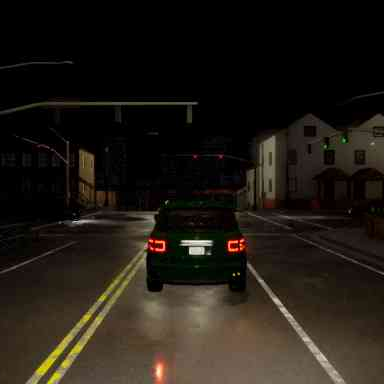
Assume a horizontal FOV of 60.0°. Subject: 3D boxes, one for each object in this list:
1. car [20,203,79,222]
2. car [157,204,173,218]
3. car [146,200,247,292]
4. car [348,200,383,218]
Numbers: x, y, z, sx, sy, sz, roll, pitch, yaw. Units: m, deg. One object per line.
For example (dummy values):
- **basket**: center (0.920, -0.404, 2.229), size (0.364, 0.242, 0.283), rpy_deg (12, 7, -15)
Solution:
- **car**: center (-10.810, 1.534, 25.314), size (4.181, 1.385, 1.994), rpy_deg (-1, 0, 7)
- **car**: center (-3.594, 2.597, 45.340), size (1.812, 1.442, 4.674), rpy_deg (0, -9, 0)
- **car**: center (0.090, 1.221, 9.070), size (2.150, 2.045, 5.566), rpy_deg (0, 0, 0)
- **car**: center (16.562, 1.491, 29.798), size (4.902, 1.511, 2.128), rpy_deg (0, 0, -1)
